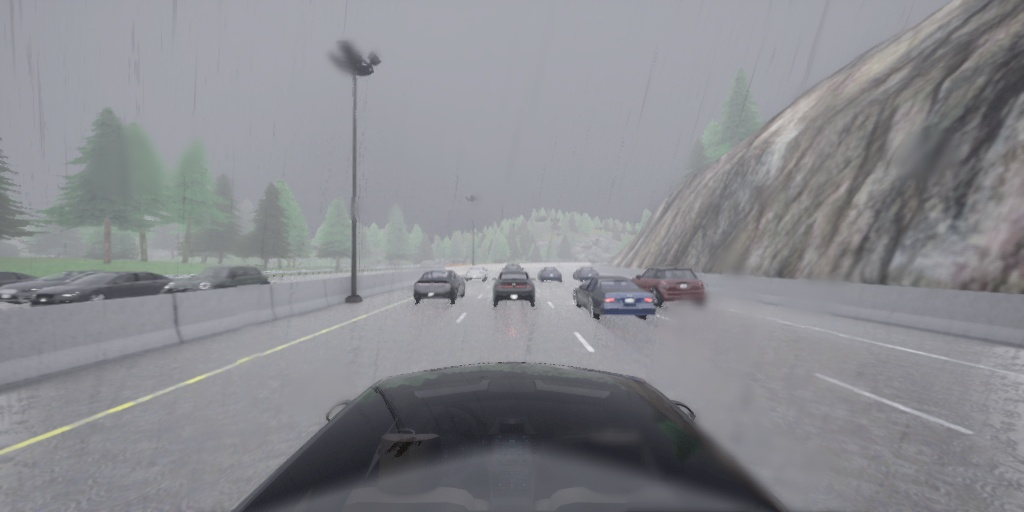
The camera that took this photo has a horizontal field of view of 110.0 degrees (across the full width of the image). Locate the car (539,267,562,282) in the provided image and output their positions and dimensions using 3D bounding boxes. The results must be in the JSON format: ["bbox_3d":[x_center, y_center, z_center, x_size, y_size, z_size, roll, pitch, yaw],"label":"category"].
[{"bbox_3d":[3.606,1.743,34.522,1.994,1.385,4.181,0,-1,0],"label":"car"}]

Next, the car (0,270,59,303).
[{"bbox_3d":[-24.608,1.447,16.309,1.837,1.490,4.892,0,-1,0],"label":"car"}]

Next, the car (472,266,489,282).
[{"bbox_3d":[-3.401,1.712,35.039,1.812,1.442,4.674,0,-1,0],"label":"car"}]

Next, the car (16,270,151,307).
[{"bbox_3d":[-17.608,1.441,15.909,1.837,1.490,4.892,0,-1,0],"label":"car"}]

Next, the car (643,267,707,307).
[{"bbox_3d":[7.089,1.300,16.897,2.097,1.767,4.553,0,-1,0],"label":"car"}]

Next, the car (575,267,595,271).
[{"bbox_3d":[7.104,1.742,34.441,1.994,1.385,4.181,0,-1,0],"label":"car"}]

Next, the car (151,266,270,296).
[{"bbox_3d":[-14.107,1.309,17.455,2.097,1.767,4.553,0,-1,0],"label":"car"}]

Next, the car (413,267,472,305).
[{"bbox_3d":[-3.411,1.449,17.537,2.128,1.511,4.902,0,-1,0],"label":"car"}]

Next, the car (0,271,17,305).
[{"bbox_3d":[-21.108,1.448,17.423,2.128,1.511,4.902,0,-1,0],"label":"car"}]

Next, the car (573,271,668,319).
[{"bbox_3d":[3.592,1.451,13.485,2.033,1.411,5.357,0,-1,0],"label":"car"}]

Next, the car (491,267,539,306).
[{"bbox_3d":[0.088,1.457,17.209,1.837,1.490,4.892,0,-1,0],"label":"car"}]

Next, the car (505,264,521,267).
[{"bbox_3d":[0.100,1.520,33.658,2.097,1.767,4.553,0,-1,0],"label":"car"}]
